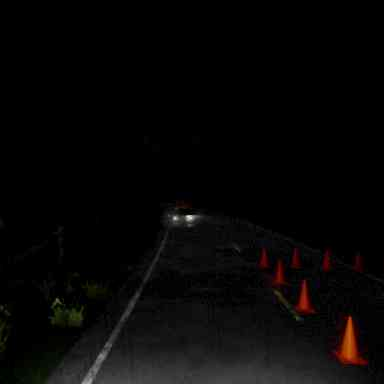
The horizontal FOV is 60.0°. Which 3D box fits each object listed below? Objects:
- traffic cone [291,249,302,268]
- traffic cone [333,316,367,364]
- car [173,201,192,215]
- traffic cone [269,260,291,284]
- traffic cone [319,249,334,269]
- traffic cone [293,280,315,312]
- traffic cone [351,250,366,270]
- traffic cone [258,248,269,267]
[{"bbox_3d":[3.319,2.115,10.674,0.340,0.580,0.340,1,0,1],"label":"traffic cone"},{"bbox_3d":[2.224,2.044,4.691,0.340,0.580,0.340,1,0,1],"label":"traffic cone"},{"bbox_3d":[-1.123,1.744,37.603,1.882,1.535,5.008,1,0,-5],"label":"car"},{"bbox_3d":[2.288,2.076,8.690,0.340,0.580,0.340,1,0,1],"label":"traffic cone"},{"bbox_3d":[4.319,2.138,10.658,0.340,0.580,0.340,1,0,1],"label":"traffic cone"},{"bbox_3d":[2.256,2.060,6.690,0.340,0.580,0.340,1,0,1],"label":"traffic cone"},{"bbox_3d":[5.318,2.161,10.642,0.340,0.580,0.340,1,0,1],"label":"traffic cone"},{"bbox_3d":[2.319,2.093,10.690,0.340,0.580,0.340,1,0,1],"label":"traffic cone"}]
